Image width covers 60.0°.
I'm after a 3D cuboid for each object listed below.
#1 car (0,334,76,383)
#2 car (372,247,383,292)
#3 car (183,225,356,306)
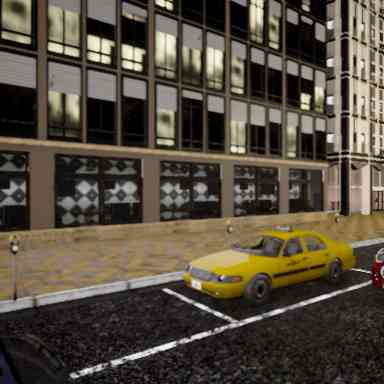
[{"bbox_3d":[-2.632,1.564,1.482,4.181,1.385,1.994,0,0,-38],"label":"car"},{"bbox_3d":[6.099,1.351,7.603,4.553,1.767,2.097,0,0,-35],"label":"car"},{"bbox_3d":[2.054,1.524,8.025,4.829,1.417,1.752,0,0,-35],"label":"car"}]
